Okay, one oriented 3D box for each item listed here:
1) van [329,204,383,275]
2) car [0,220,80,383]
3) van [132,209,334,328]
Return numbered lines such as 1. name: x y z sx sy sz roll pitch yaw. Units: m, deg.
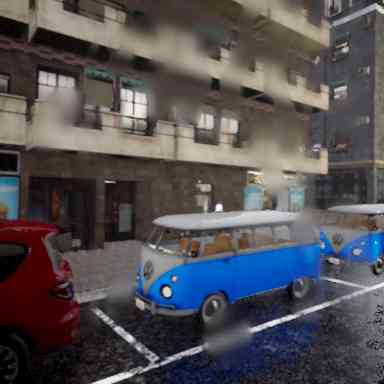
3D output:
1. van: 5.475 1.274 9.982 3.998 1.788 1.690 0 2 -36
2. car: -3.740 1.324 3.392 5.009 1.841 2.192 0 2 -36
3. van: 0.867 1.312 6.687 3.998 1.788 1.690 0 2 -36
